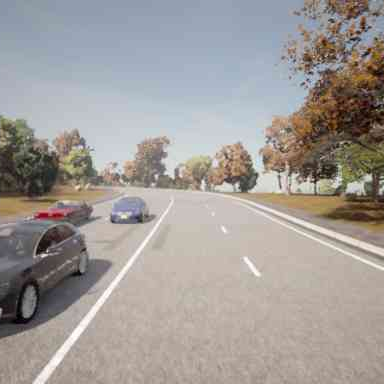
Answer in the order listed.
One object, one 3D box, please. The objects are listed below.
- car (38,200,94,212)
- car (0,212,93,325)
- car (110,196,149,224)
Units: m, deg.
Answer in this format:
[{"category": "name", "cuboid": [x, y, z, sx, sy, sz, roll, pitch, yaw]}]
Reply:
[{"category": "car", "cuboid": [-7.260, 1.169, 19.261, 1.895, 1.301, 4.718, 0, 2, 0]}, {"category": "car", "cuboid": [-3.655, 1.422, 7.055, 1.837, 1.490, 4.892, 0, 1, -1]}, {"category": "car", "cuboid": [-3.769, 1.025, 20.643, 1.812, 1.442, 4.674, 0, 2, -1]}]
